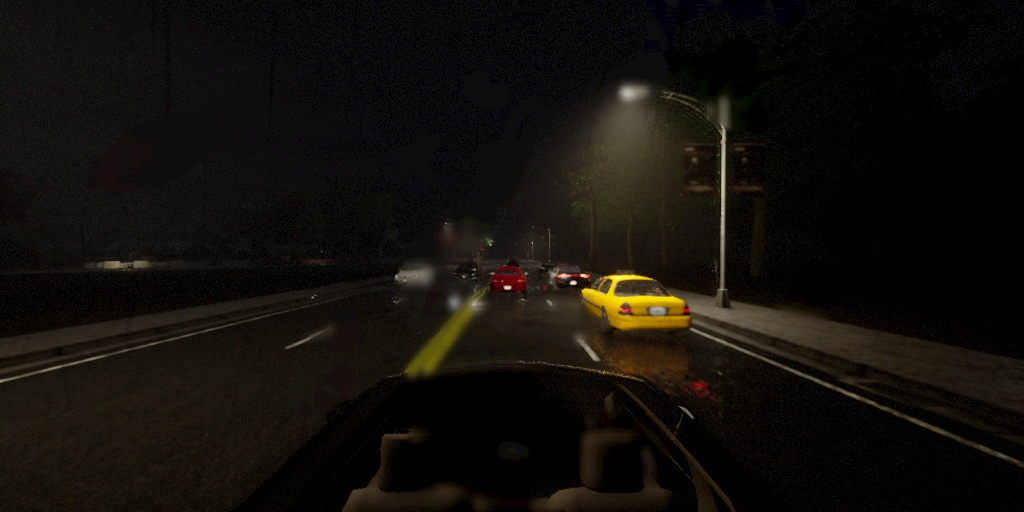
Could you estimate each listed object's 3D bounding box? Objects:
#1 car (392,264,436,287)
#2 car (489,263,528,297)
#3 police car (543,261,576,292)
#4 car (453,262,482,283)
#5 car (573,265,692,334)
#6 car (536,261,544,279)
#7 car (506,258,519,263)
[{"bbox_3d":[-6.597,1.258,24.651,1.812,1.442,4.674,0,0,0],"label":"car"},{"bbox_3d":[-0.157,1.262,18.628,1.812,1.442,4.674,0,0,1],"label":"car"},{"bbox_3d":[3.253,1.240,21.375,2.038,1.542,4.974,0,0,0],"label":"police car"},{"bbox_3d":[-3.345,1.236,27.717,1.837,1.490,4.892,0,0,0],"label":"car"},{"bbox_3d":[3.252,1.199,10.562,1.801,1.575,5.366,0,0,0],"label":"car"},{"bbox_3d":[3.254,1.220,32.375,2.128,1.511,4.902,0,0,0],"label":"car"},{"bbox_3d":[0.095,1.219,54.978,1.837,1.490,4.892,0,1,0],"label":"car"}]
